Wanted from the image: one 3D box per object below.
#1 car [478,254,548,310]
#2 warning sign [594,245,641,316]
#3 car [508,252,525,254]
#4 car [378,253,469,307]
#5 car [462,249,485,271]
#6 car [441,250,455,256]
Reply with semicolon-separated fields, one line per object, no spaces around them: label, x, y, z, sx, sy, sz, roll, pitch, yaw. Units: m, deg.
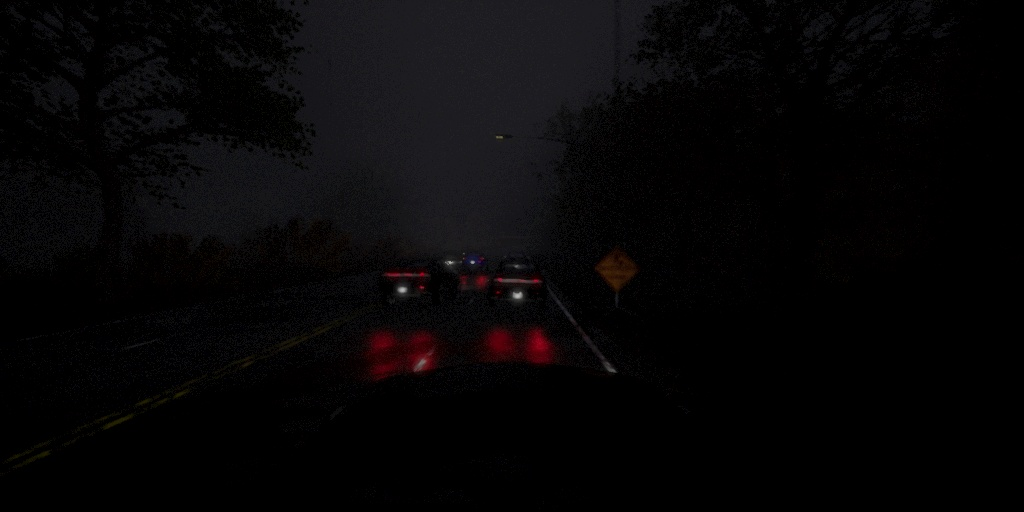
car;0.195;0.867;12.668;2.128;1.511;4.902;2;2;1
warning sign;2.896;0.634;9.957;1.300;1.860;1.060;0;0;1
car;0.357;0.426;27.988;2.128;1.511;4.902;2;2;1
car;-3.049;0.880;12.641;2.128;1.511;4.902;1;-3;2
car;-2.884;0.439;28.796;1.812;1.442;4.674;1;-3;1
car;-9.269;-0.062;50.771;1.837;1.490;4.892;0;2;1
